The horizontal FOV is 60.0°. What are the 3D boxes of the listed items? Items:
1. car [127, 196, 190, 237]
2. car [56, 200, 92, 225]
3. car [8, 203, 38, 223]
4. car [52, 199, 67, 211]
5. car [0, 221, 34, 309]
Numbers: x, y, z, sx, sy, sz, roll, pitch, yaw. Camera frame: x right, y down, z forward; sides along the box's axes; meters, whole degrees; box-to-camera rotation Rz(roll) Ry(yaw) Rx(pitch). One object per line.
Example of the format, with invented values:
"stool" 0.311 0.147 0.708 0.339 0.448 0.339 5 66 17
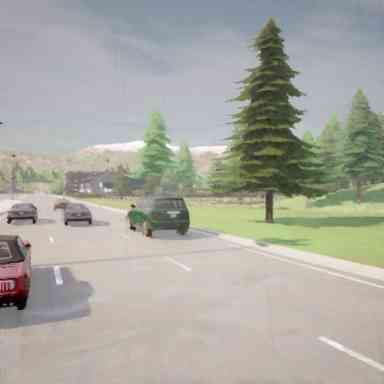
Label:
"car" -2.004 1.241 18.385 2.150 2.045 5.566 0 0 -24
"car" -8.476 1.553 24.174 2.033 1.411 5.357 0 0 -25
"car" -12.860 1.539 25.360 2.033 1.411 5.357 0 0 -24
"car" -15.691 1.528 40.062 1.812 1.442 4.674 0 0 -25
"car" -4.609 1.596 7.341 1.895 1.301 4.718 0 0 -25
